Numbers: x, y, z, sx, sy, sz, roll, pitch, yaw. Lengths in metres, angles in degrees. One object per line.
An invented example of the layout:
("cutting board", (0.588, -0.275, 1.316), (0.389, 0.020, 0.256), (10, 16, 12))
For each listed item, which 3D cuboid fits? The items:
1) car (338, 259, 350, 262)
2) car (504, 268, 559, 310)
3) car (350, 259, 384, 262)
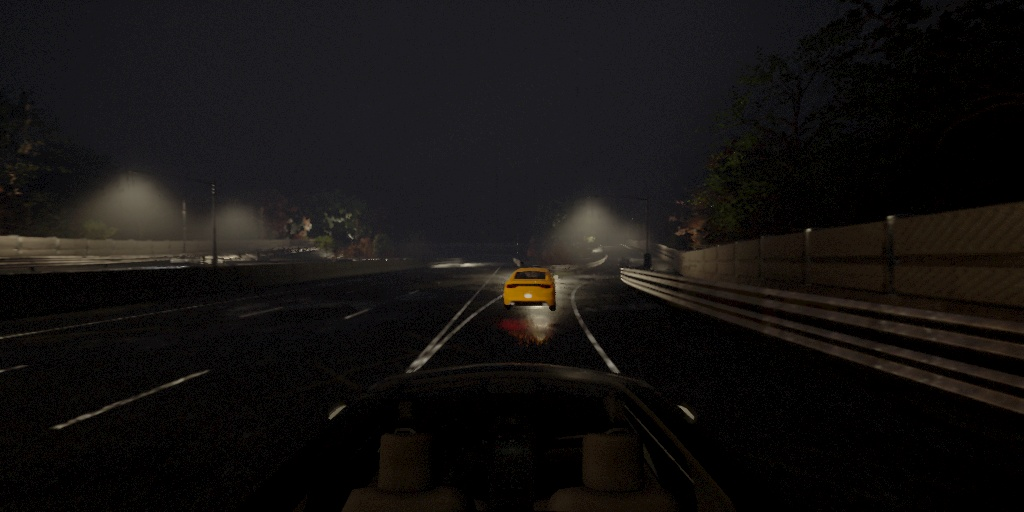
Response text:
("car", (-24.864, 1.195, 53.070), (1.882, 1.535, 5.008), (0, 0, 0))
("car", (0.885, 1.235, 14.877), (1.882, 1.535, 5.008), (0, 0, 7))
("car", (-21.359, 1.271, 53.108), (2.033, 1.411, 5.357), (0, 0, 0))
